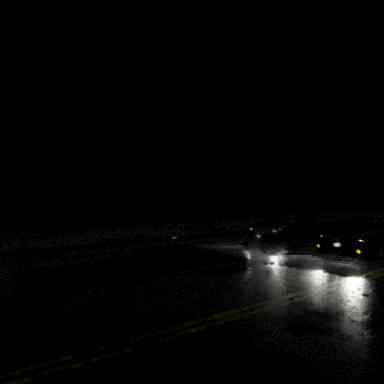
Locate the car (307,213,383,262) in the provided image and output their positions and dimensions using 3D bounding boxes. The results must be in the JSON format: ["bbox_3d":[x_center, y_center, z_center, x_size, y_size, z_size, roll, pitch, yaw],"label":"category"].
[{"bbox_3d":[6.480,1.580,12.299,4.181,1.385,1.994,0,0,-35],"label":"car"}]

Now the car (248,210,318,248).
[{"bbox_3d":[4.623,1.542,14.966,4.674,1.442,1.812,0,0,-36],"label":"car"}]
